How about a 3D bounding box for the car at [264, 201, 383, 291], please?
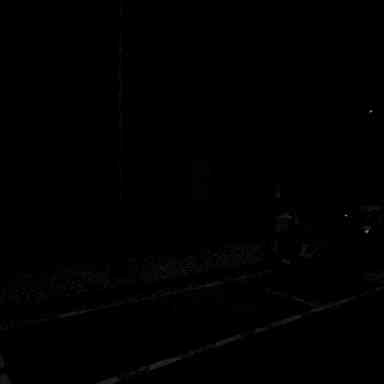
[{"bbox_3d":[4.239,1.317,9.209,5.009,1.841,2.192,0,0,-35],"label":"car"}]
